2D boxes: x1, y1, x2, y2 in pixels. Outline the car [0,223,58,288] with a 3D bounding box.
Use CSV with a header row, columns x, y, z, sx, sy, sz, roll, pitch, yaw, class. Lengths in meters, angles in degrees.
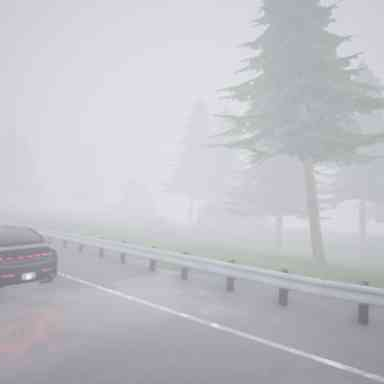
x,y,z,sx,sy,sz,roll,pitch,yaw,class
-5.395,1.617,8.980,4.892,1.490,1.837,0,-1,42,car
